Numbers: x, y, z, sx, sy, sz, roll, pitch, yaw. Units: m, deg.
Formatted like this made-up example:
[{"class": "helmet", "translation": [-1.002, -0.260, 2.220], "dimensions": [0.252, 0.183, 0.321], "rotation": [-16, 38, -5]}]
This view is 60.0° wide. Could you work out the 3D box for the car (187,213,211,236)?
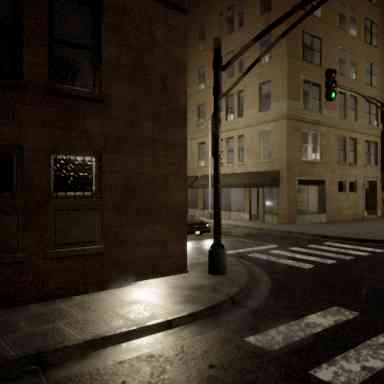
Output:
[{"class": "car", "translation": [-1.278, 1.513, 17.773], "dimensions": [2.033, 1.411, 5.357], "rotation": [0, 0, -36]}]
